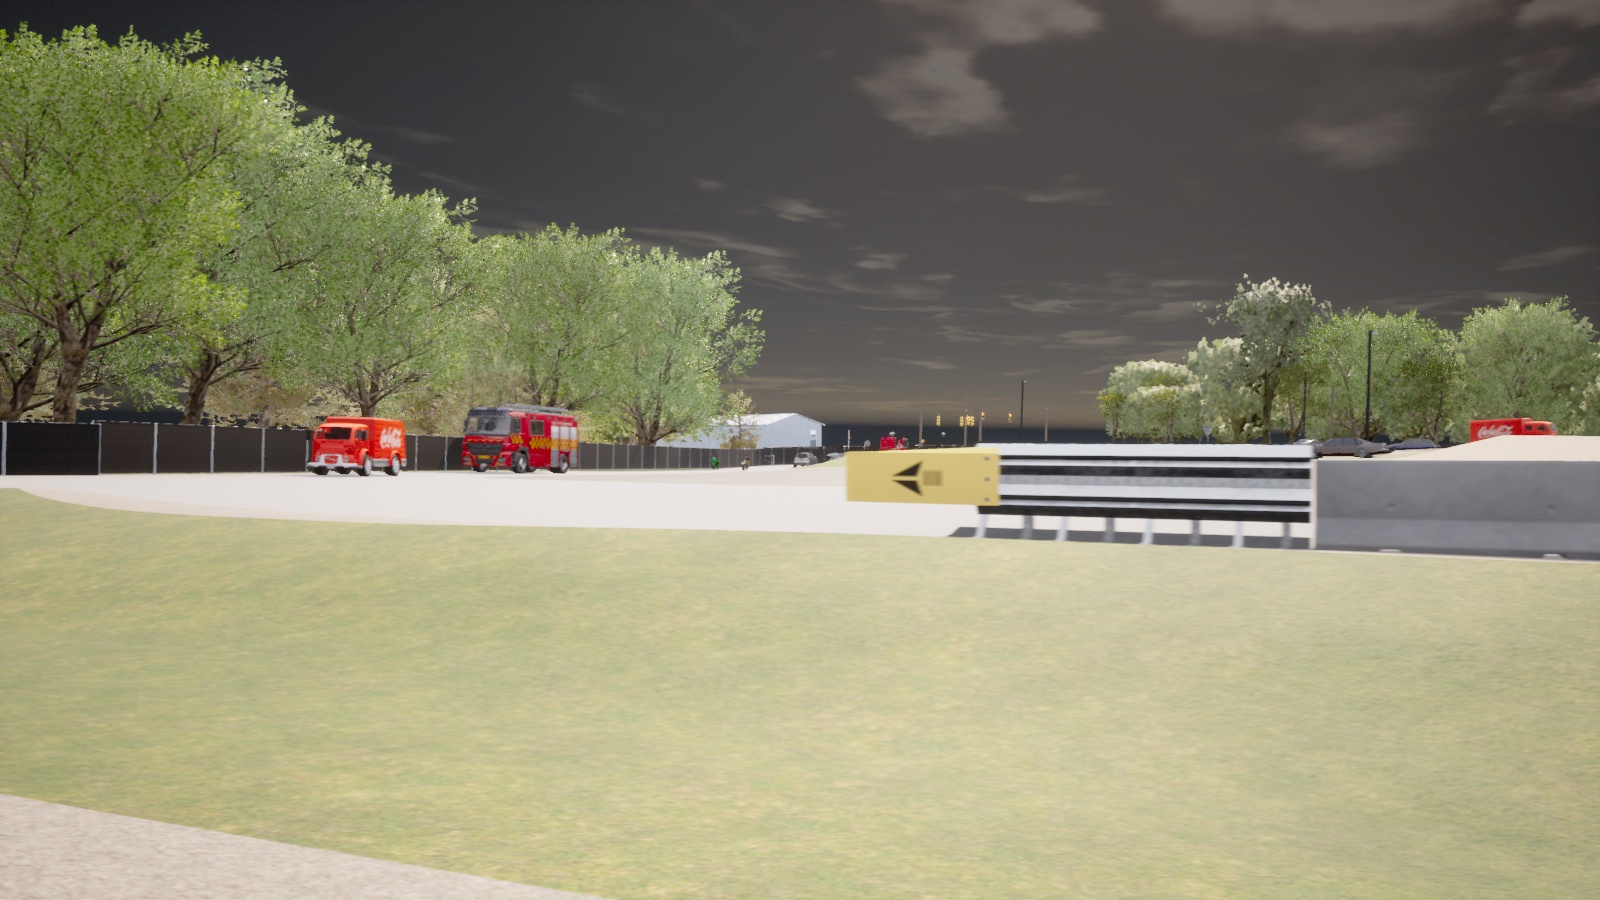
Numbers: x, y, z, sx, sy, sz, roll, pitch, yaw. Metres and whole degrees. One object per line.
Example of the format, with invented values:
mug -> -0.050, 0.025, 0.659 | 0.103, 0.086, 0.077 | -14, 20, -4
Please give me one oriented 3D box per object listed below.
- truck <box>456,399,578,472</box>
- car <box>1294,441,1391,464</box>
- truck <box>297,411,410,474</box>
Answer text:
truck -> -15.790, -0.719, 70.845 | 2.891, 3.827, 8.468 | 2, -1, 16
car -> 34.775, 0.186, 80.561 | 5.357, 1.411, 2.033 | -1, -1, 34
truck -> -18.746, -0.281, 53.056 | 2.627, 2.467, 5.204 | 2, 0, 3
